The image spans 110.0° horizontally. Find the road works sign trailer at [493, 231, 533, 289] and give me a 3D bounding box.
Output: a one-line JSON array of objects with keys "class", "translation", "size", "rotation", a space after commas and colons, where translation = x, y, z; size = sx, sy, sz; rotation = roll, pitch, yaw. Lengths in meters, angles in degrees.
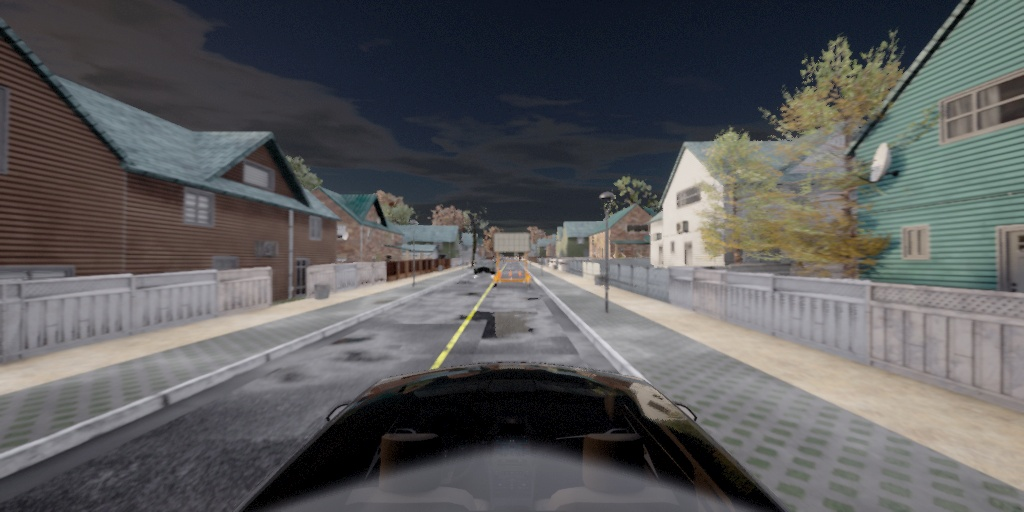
[{"class": "road works sign trailer", "translation": [-0.007, 0.194, 22.858], "size": [2.380, 3.560, 2.880], "rotation": [0, 0, 0]}]

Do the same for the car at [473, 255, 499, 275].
[{"class": "car", "translation": [-2.851, 1.064, 38.044], "size": [2.097, 1.767, 4.553], "rotation": [0, 0, 0]}]
